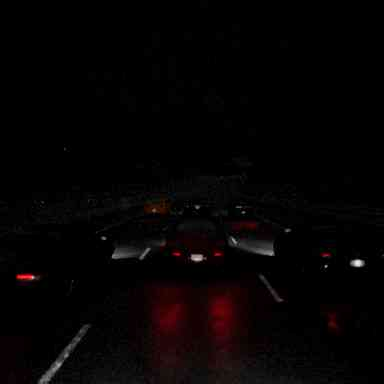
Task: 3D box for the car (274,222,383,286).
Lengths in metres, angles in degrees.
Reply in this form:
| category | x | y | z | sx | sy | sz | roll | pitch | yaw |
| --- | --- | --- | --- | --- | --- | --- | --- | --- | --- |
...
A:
| category | x | y | z | sx | sy | sz | roll | pitch | yaw |
| --- | --- | --- | --- | --- | --- | --- | --- | --- | --- |
| car | 3.639 | 1.510 | 9.250 | 1.994 | 1.385 | 4.181 | 0 | 0 | 1 |

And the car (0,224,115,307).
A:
| category | x | y | z | sx | sy | sz | roll | pitch | yaw |
| --- | --- | --- | --- | --- | --- | --- | --- | --- | --- |
| car | -3.379 | 1.496 | 8.139 | 2.033 | 1.411 | 5.357 | 0 | 0 | 1 |

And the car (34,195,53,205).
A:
| category | x | y | z | sx | sy | sz | roll | pitch | yaw |
| --- | --- | --- | --- | --- | --- | --- | --- | --- | --- |
| car | -20.077 | 1.260 | 46.232 | 1.837 | 1.490 | 4.892 | 0 | 0 | 3 |

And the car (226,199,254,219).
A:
| category | x | y | z | sx | sy | sz | roll | pitch | yaw |
| --- | --- | --- | --- | --- | --- | --- | --- | --- | --- |
| car | 3.979 | 1.351 | 27.688 | 2.128 | 1.511 | 4.902 | 0 | 0 | 2 |

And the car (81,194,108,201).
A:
| category | x | y | z | sx | sy | sz | roll | pitch | yaw |
| --- | --- | --- | --- | --- | --- | --- | --- | --- | --- |
| car | -13.090 | 1.111 | 45.868 | 2.097 | 1.767 | 4.553 | 0 | 0 | 3 |

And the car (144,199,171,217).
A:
| category | x | y | z | sx | sy | sz | roll | pitch | yaw |
| --- | --- | --- | --- | --- | --- | --- | --- | --- | --- |
| car | -2.975 | 1.325 | 29.371 | 1.882 | 1.535 | 5.008 | 0 | 0 | 2 |

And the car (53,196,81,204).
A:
| category | x | y | z | sx | sy | sz | roll | pitch | yaw |
| --- | --- | --- | --- | --- | --- | --- | --- | --- | --- |
| car | -16.600 | 1.306 | 45.779 | 2.033 | 1.411 | 5.357 | 0 | 0 | 3 |

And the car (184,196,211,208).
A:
| category | x | y | z | sx | sy | sz | roll | pitch | yaw |
| --- | --- | --- | --- | --- | --- | --- | --- | --- | --- |
| car | 0.473 | 1.210 | 27.486 | 2.097 | 1.767 | 4.553 | 0 | 0 | 2 |

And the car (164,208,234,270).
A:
| category | x | y | z | sx | sy | sz | roll | pitch | yaw |
| --- | --- | --- | --- | --- | --- | --- | --- | --- | --- |
| car | 0.161 | 1.462 | 10.657 | 1.812 | 1.442 | 4.674 | 0 | 0 | 1 |
